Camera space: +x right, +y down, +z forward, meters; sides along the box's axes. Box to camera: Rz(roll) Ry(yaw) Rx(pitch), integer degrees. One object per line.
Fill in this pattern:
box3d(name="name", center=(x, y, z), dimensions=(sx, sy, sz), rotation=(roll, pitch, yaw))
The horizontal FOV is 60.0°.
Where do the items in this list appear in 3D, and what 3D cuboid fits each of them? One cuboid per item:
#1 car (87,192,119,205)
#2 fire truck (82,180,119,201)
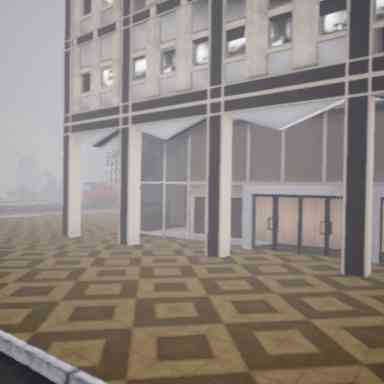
box3d(name="car", center=(-13.594, 1.187, 52.761), dimensions=(1.882, 1.535, 5.008), rotation=(1, 1, 38))
box3d(name="fire truck", center=(-14.353, -0.023, 56.903), dimensions=(2.891, 3.827, 8.468), rotation=(1, 1, 38))
